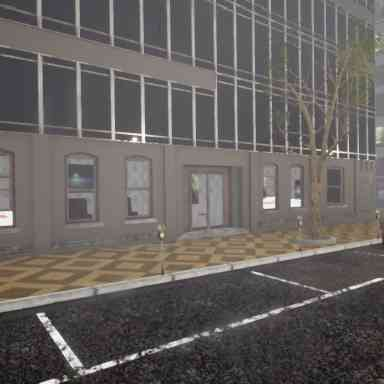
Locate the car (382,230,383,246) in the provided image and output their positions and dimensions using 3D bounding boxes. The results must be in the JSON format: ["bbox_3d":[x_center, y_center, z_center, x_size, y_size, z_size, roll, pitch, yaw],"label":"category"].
[{"bbox_3d":[9.329,1.436,13.248,4.097,1.590,1.967,0,-1,-36],"label":"car"}]
